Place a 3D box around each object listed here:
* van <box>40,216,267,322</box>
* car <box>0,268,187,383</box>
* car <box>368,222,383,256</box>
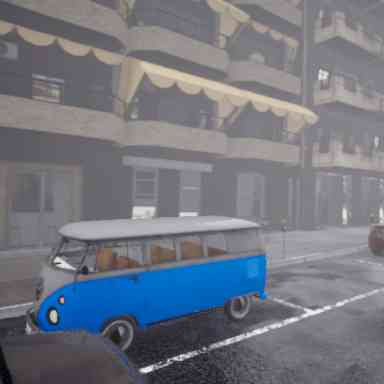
[{"bbox_3d":[-0.498,1.356,5.714,3.998,1.788,1.690,0,1,-35],"label":"van"},{"bbox_3d":[-2.620,1.538,1.204,5.357,1.411,2.033,0,0,-35],"label":"car"},{"bbox_3d":[8.512,1.396,12.130,5.009,1.841,2.192,0,1,-35],"label":"car"}]
